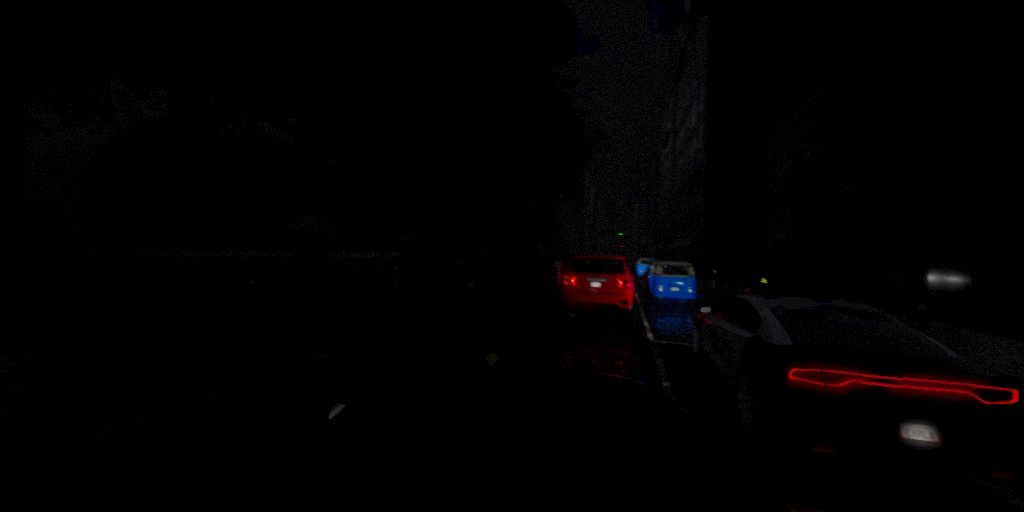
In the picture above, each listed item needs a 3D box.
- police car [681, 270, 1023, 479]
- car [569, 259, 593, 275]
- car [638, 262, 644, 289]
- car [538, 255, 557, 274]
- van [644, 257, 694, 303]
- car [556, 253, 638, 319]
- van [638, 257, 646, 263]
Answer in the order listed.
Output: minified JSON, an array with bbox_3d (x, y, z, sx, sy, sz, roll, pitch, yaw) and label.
[{"bbox_3d":[4.069,1.222,5.376,1.930,1.638,5.238,1,1,17],"label":"police car"},{"bbox_3d":[7.039,1.055,36.133,1.837,1.490,4.892,1,0,17],"label":"car"},{"bbox_3d":[8.756,1.277,21.618,1.888,1.381,4.507,0,0,17],"label":"car"},{"bbox_3d":[3.927,0.814,34.905,2.192,1.841,5.009,0,0,17],"label":"car"},{"bbox_3d":[7.092,1.093,16.207,1.690,1.789,3.998,0,0,17],"label":"van"},{"bbox_3d":[3.288,0.927,13.133,2.150,2.045,5.566,1,1,18],"label":"car"},{"bbox_3d":[12.085,1.029,32.438,1.690,1.789,3.998,0,0,17],"label":"van"}]
